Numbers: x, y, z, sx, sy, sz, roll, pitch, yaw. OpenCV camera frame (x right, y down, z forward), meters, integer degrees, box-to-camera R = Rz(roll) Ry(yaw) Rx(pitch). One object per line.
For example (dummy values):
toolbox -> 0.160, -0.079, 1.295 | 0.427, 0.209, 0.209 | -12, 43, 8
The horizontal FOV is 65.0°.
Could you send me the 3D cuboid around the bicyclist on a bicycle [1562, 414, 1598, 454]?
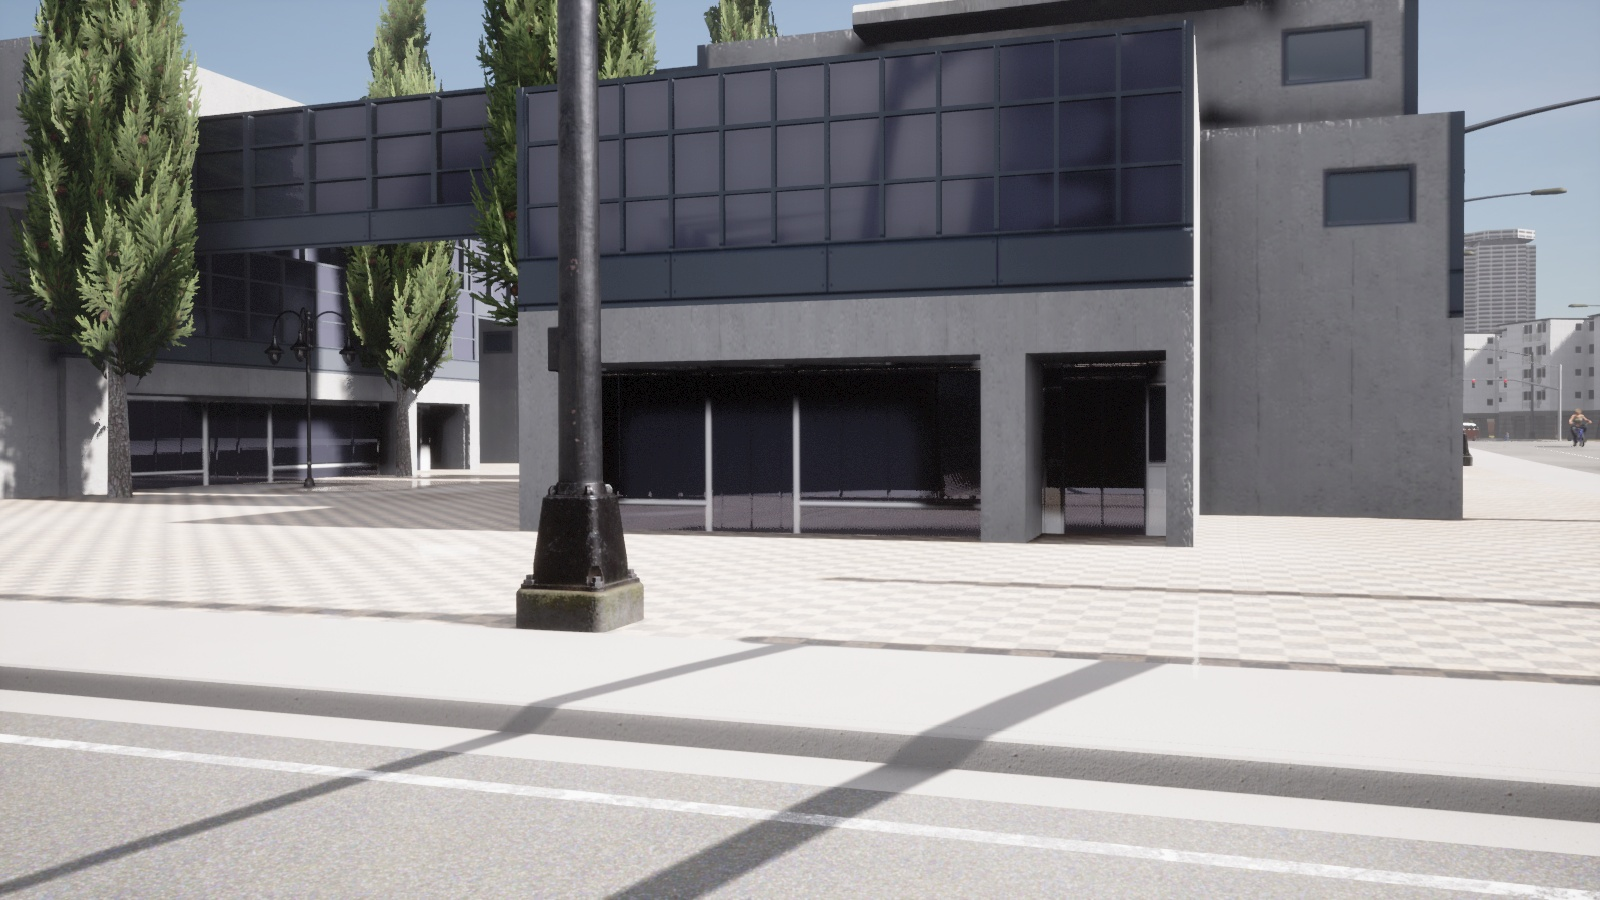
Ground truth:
bicyclist on a bicycle -> 31.749, -0.662, 51.127 | 0.866, 1.612, 1.509 | 1, 2, 18
